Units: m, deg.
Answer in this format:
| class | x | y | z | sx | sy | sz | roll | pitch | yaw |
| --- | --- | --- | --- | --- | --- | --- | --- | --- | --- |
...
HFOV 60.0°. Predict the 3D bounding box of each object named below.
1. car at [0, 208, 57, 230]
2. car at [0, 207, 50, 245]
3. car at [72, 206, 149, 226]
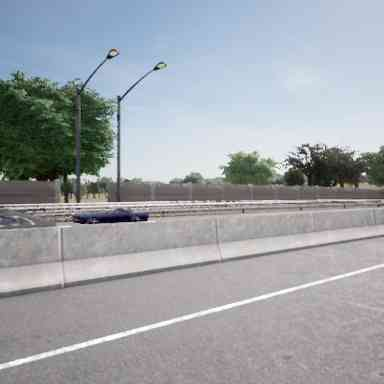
| class | x | y | z | sx | sy | sz | roll | pitch | yaw |
| --- | --- | --- | --- | --- | --- | --- | --- | --- | --- |
| car | -7.269 | 1.492 | 11.706 | 4.902 | 1.511 | 2.128 | 0 | 0 | -36 |
| car | -9.089 | 1.505 | 14.706 | 4.892 | 1.490 | 1.837 | 0 | 0 | -36 |
| car | -5.286 | 1.606 | 21.721 | 4.718 | 1.301 | 1.895 | 0 | 0 | -36 |
